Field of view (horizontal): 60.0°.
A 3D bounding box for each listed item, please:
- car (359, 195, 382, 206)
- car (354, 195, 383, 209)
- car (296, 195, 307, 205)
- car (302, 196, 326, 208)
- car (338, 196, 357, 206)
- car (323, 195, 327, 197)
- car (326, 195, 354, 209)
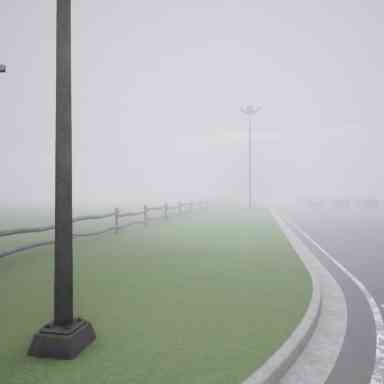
[{"bbox_3d":[29.392,1.352,54.911,2.097,1.767,4.553,0,0,11],"label":"car"},{"bbox_3d":[23.992,1.478,45.623,1.882,1.535,5.008,0,0,11],"label":"car"},{"bbox_3d":[19.091,1.352,56.945,2.097,1.767,4.553,0,0,11],"label":"car"},{"bbox_3d":[17.157,1.601,46.893,1.895,1.301,4.718,0,0,11],"label":"car"},{"bbox_3d":[25.964,1.505,55.618,1.837,1.490,4.892,0,0,11],"label":"car"},{"bbox_3d":[22.524,1.352,56.267,2.097,1.767,4.553,0,0,11],"label":"car"},{"bbox_3d":[20.557,1.478,46.298,1.882,1.535,5.008,0,0,11],"label":"car"}]
